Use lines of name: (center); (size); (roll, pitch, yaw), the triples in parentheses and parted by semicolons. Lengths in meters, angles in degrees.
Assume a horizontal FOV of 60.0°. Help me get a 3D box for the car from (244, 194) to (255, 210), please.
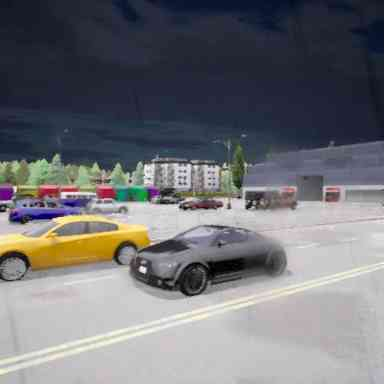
car: (7.934, 1.119, 38.927); (3.866, 1.878, 1.905); (0, 0, -35)

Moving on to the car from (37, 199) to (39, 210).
car: (-19.341, 1.350, 47.191); (3.905, 1.438, 1.784); (0, 0, -35)

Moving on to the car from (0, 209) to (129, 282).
car: (-3.654, 1.474, 9.948); (5.008, 1.535, 1.882); (0, 0, -35)

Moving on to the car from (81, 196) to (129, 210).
car: (-7.887, 1.381, 31.047); (3.806, 1.475, 1.970); (0, 0, -35)

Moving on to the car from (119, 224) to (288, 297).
car: (0.535, 1.558, 8.617); (4.181, 1.385, 1.994); (0, 0, -35)

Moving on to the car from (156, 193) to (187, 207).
car: (-3.430, 1.119, 54.925); (3.866, 1.878, 1.905); (0, 0, -35)

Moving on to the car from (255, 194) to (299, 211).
car: (9.561, 1.116, 36.533); (4.605, 1.855, 1.932); (0, 0, -35)

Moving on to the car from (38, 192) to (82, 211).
car: (-17.721, 1.139, 44.789); (4.605, 1.855, 1.932); (0, 0, -35)

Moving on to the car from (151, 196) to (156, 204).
car: (-5.093, 1.358, 57.295); (3.806, 1.475, 1.970); (0, 0, -35)
